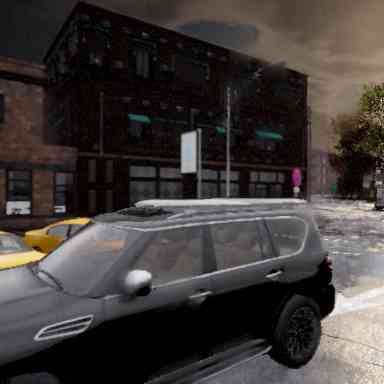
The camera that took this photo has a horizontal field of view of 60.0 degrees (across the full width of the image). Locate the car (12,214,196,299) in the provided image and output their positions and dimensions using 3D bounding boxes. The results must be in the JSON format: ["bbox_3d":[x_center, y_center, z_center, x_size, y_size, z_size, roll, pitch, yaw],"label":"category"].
[{"bbox_3d":[-2.565,1.485,9.145,5.008,1.535,2.097,-1,-1,34],"label":"car"}]

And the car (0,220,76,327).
[{"bbox_3d":[-5.135,1.485,7.462,5.366,1.575,1.946,-1,-1,34],"label":"car"}]

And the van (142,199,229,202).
[{"bbox_3d":[-0.253,1.251,10.977,4.442,1.987,1.878,-1,0,34],"label":"van"}]

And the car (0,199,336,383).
[{"bbox_3d":[-0.447,1.223,4.190,5.566,2.045,2.150,0,0,-36],"label":"car"}]

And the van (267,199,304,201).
[{"bbox_3d":[2.163,1.242,12.756,4.442,1.987,1.878,-1,0,34],"label":"van"}]
